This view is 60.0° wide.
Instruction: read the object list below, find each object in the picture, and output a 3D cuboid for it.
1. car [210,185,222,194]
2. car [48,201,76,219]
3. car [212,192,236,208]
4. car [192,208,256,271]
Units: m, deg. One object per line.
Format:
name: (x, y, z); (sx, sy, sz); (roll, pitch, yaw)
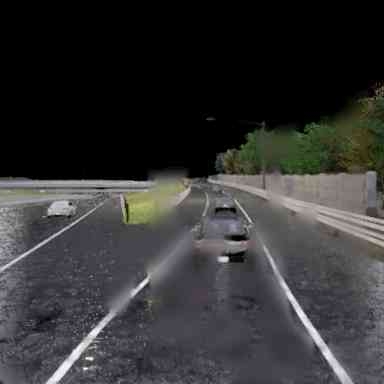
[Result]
car: (4.322, -0.486, 59.862); (2.128, 1.511, 4.902); (-1, 3, 0)
car: (-11.306, 1.495, 29.060); (1.812, 1.442, 4.674); (0, 0, -12)
car: (3.108, 1.090, 31.480); (1.994, 1.385, 4.181); (-1, 2, 5)
car: (1.093, 1.567, 11.344); (2.128, 1.511, 4.902); (-1, 1, 6)
